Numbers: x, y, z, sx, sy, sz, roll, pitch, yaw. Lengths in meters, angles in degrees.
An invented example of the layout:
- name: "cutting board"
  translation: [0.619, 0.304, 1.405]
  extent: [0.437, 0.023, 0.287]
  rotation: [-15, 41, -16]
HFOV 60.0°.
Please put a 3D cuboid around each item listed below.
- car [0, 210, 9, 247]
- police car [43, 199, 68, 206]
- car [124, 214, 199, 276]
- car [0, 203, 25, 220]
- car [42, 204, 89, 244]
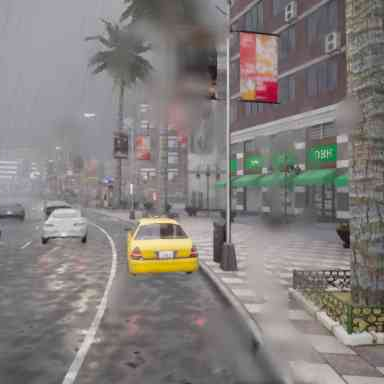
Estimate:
- name: "car"
  translation: [-8.368, 1.556, 11.931]
  extent: [1.994, 1.385, 4.181]
  rotation: [0, 0, -14]
- name: "police car"
  translation: [-11.260, 1.416, 27.654]
  extent: [1.930, 1.638, 5.238]
  rotation: [0, 0, -26]
- name: "car"
  translation: [-1.121, 1.456, 10.384]
  extent: [1.801, 1.575, 5.366]
  rotation: [0, 0, -11]
- name: "car"
  translation: [-14.836, 1.551, 27.243]
  extent: [1.994, 1.385, 4.181]
  rotation: [0, 0, -26]
- name: "car"
  translation: [-5.939, 1.522, 15.815]
  extent: [1.812, 1.442, 4.674]
  rotation: [0, -1, -17]
